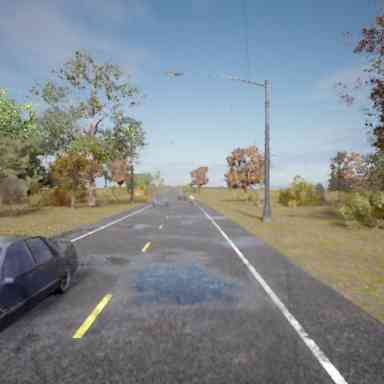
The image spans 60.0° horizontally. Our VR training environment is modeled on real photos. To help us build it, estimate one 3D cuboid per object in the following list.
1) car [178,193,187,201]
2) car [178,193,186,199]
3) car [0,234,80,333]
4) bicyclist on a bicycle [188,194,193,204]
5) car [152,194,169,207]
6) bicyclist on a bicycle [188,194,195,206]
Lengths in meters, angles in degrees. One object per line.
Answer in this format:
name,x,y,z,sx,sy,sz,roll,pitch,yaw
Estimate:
car,-1.991,1.175,73.351,2.128,1.511,4.902,0,0,-3
car,-2.584,1.038,84.127,1.994,1.385,4.181,0,0,-3
car,-3.624,1.520,5.884,2.033,1.411,5.357,0,0,0
bicyclist on a bicycle,-0.243,1.165,57.190,0.866,1.612,1.509,0,0,-3
car,-4.419,1.131,47.112,2.097,1.767,4.553,0,0,-2
bicyclist on a bicycle,0.105,1.211,47.392,0.866,1.612,1.509,0,1,-2
